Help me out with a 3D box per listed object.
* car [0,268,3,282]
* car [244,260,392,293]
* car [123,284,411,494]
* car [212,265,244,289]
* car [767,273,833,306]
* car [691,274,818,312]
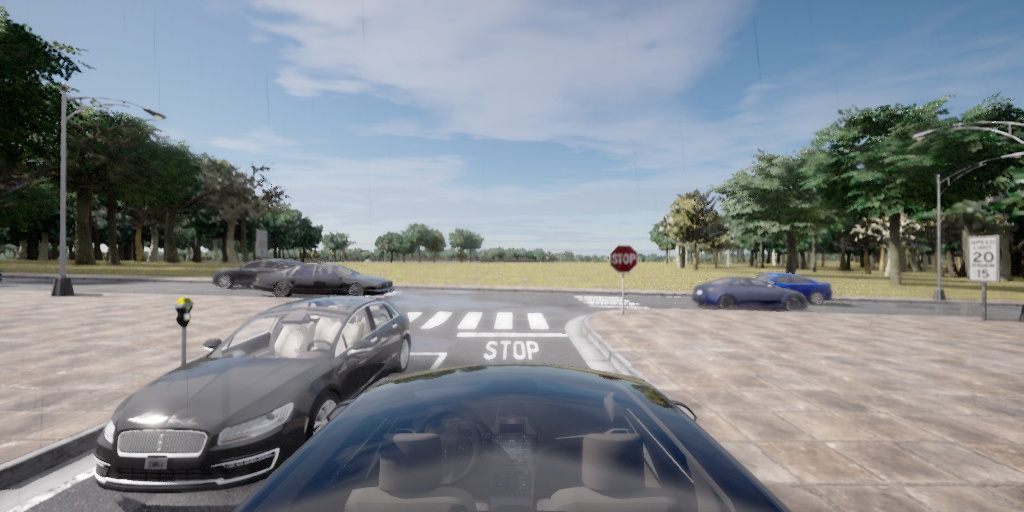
[{"bbox_3d":[-25.106,0.401,15.322,4.553,1.767,2.097,2,0,0],"label":"car"},{"bbox_3d":[-7.899,1.065,15.302,5.357,1.411,2.033,2,0,0],"label":"car"},{"bbox_3d":[-2.635,1.293,4.837,2.007,1.370,4.403,0,0,0],"label":"car"},{"bbox_3d":[-12.413,0.918,18.257,4.892,1.490,1.837,2,0,0],"label":"car"},{"bbox_3d":[13.296,1.611,18.231,5.008,1.535,1.882,2,0,0],"label":"car"},{"bbox_3d":[10.013,1.583,15.304,4.181,1.385,1.994,2,0,0],"label":"car"}]
